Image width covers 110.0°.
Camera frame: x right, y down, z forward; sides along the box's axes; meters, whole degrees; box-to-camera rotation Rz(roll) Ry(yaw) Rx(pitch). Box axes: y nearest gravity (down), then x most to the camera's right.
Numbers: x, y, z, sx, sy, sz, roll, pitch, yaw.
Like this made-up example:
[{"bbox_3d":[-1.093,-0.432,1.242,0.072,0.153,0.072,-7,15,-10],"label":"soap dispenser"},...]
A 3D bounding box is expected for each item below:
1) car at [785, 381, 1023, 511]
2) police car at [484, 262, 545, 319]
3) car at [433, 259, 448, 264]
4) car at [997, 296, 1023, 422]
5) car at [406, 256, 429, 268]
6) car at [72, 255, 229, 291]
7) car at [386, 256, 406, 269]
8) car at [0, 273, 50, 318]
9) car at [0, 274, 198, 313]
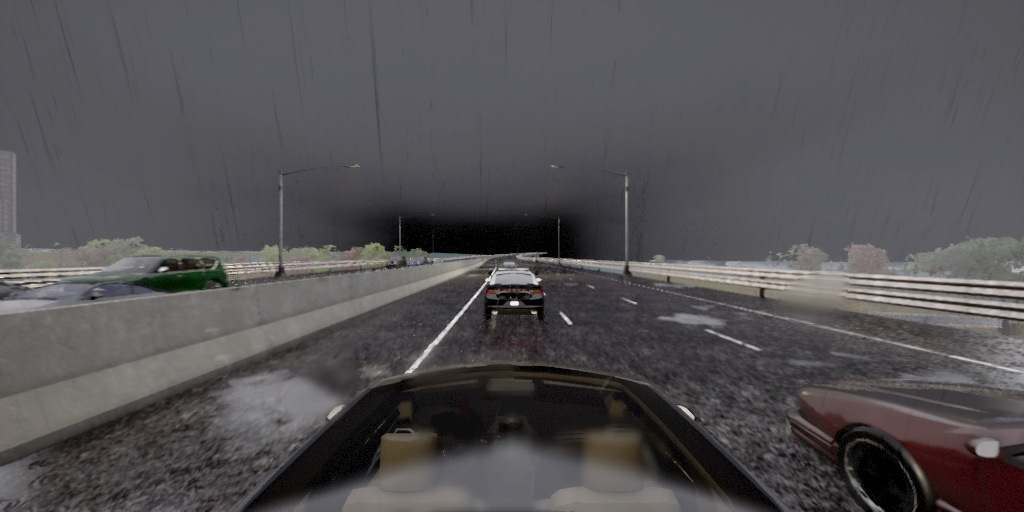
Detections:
[{"bbox_3d":[3.597,1.296,1.010,2.033,1.411,5.357,0,0,0],"label":"car"},{"bbox_3d":[0.056,1.173,13.014,1.930,1.638,5.238,0,0,0],"label":"police car"},{"bbox_3d":[-11.368,1.230,57.058,1.837,1.490,4.892,0,0,-2],"label":"car"},{"bbox_3d":[7.092,1.253,2.114,1.837,1.490,4.892,0,0,0],"label":"car"},{"bbox_3d":[-14.879,1.032,57.554,2.150,2.045,5.566,0,0,-2],"label":"car"},{"bbox_3d":[-14.151,0.973,14.235,2.150,2.045,5.566,0,0,0],"label":"car"},{"bbox_3d":[-18.377,0.950,57.426,2.150,2.045,5.566,0,0,-2],"label":"car"},{"bbox_3d":[-17.632,1.318,10.810,1.994,1.385,4.181,0,0,0],"label":"car"},{"bbox_3d":[-10.622,1.316,8.831,1.994,1.385,4.181,0,0,0],"label":"car"}]
